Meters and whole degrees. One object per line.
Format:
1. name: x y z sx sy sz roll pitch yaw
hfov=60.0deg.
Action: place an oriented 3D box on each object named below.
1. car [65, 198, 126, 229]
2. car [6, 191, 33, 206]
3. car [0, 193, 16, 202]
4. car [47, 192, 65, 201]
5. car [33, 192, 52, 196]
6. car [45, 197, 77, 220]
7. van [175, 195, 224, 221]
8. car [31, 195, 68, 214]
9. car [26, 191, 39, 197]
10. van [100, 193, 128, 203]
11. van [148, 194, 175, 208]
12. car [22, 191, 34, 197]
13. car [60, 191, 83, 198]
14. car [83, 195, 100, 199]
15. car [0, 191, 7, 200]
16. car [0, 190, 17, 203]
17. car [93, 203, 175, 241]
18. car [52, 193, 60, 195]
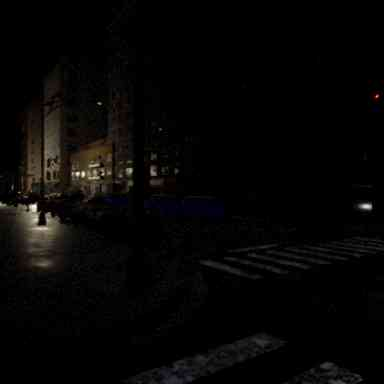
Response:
1. car: -6.087 1.348 20.511 1.752 1.417 4.829 1 0 -36
2. car: -22.197 0.965 42.752 1.752 1.417 4.829 1 0 -36
3. car: -28.743 0.871 51.786 1.802 1.307 4.206 1 0 -36
4. car: -25.065 0.808 61.248 2.008 1.369 4.403 1 0 -36
5. car: -21.779 1.010 47.032 1.895 1.301 4.718 0 1 -36
6. car: -9.411 1.325 25.098 1.802 1.307 4.206 1 0 -36
7. van: 0.712 1.202 25.675 1.690 1.788 3.998 1 0 -36
8. car: -12.632 1.248 29.545 1.802 1.307 4.206 1 0 -36
9. car: -37.952 0.520 79.034 1.887 1.381 4.507 1 0 -36
10. van: -8.953 0.972 39.015 1.690 1.788 3.998 1 0 -36
11. van: -2.510 1.125 30.122 1.690 1.788 3.998 1 0 -36
12. car: -41.173 0.458 83.481 2.008 1.369 4.403 1 0 -36
13. car: -18.618 0.719 52.355 2.192 1.841 5.009 1 0 -36
14. car: -12.179 1.105 43.462 2.008 1.369 4.403 1 0 -36
15. car: -35.184 0.584 60.681 1.967 1.590 4.097 1 0 -36
16. car: -25.515 0.678 47.337 2.192 1.841 5.009 1 0 -36
17. car: -2.966 1.443 16.201 1.887 1.381 4.507 1 0 -36
18. car: -21.844 0.896 56.802 1.947 1.339 4.313 1 0 -36
